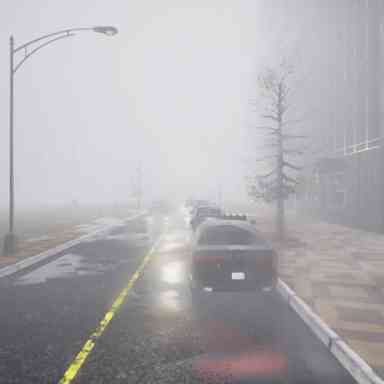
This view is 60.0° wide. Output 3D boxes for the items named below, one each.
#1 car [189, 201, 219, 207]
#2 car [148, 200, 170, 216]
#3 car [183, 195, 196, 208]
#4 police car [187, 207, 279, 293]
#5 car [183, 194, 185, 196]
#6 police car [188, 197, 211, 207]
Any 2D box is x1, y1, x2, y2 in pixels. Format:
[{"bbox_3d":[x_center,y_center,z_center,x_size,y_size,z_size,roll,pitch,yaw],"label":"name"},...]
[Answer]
[{"bbox_3d":[0.884,1.503,18.921,1.837,1.490,4.892,0,0,0],"label":"car"},{"bbox_3d":[-3.125,1.522,32.582,1.812,1.442,4.674,0,0,0],"label":"car"},{"bbox_3d":[-0.013,1.519,46.523,1.812,1.442,4.674,0,0,0],"label":"car"},{"bbox_3d":[0.893,1.424,9.031,1.930,1.638,5.238,0,0,0],"label":"police car"},{"bbox_3d":[-0.045,1.343,59.948,2.097,1.767,4.553,0,0,0],"label":"car"},{"bbox_3d":[0.880,1.423,25.032,1.930,1.638,5.238,0,0,0],"label":"police car"}]
